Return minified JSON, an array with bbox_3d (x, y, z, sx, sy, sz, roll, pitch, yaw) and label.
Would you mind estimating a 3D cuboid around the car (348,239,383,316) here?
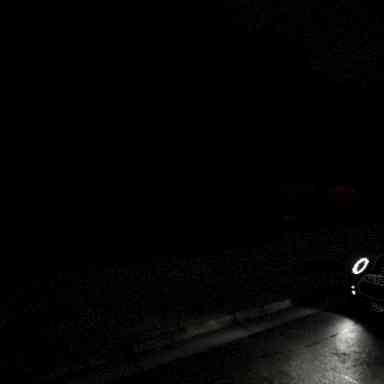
[{"bbox_3d":[5.196,1.417,6.810,4.553,1.767,2.097,0,0,-36],"label":"car"}]
